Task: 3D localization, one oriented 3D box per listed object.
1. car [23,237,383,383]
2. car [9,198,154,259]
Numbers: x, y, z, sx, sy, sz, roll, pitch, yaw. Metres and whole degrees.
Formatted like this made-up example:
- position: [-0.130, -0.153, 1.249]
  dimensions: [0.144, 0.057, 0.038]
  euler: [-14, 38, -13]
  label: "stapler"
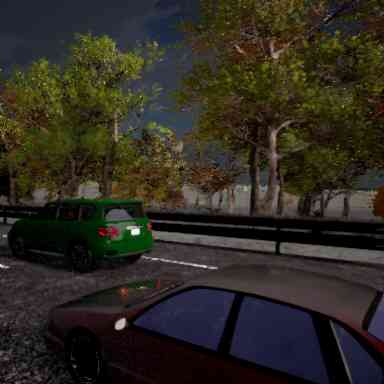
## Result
- position: [0.635, 1.549, 3.540]
  dimensions: [5.357, 1.411, 2.033]
  euler: [0, 0, 36]
  label: "car"
- position: [-3.786, 1.231, 10.997]
  dimensions: [5.566, 2.045, 2.150]
  euler: [0, 0, 36]
  label: "car"
